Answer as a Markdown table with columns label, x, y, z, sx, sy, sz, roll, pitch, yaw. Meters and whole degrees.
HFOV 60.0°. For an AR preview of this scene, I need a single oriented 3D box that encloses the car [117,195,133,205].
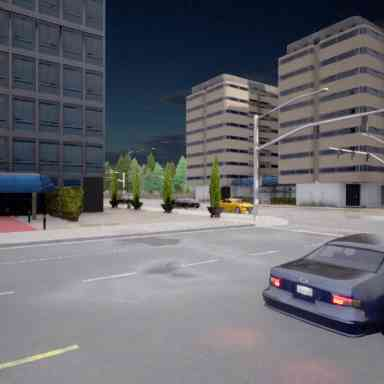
| label | x | y | z | sx | sy | sz | roll | pitch | yaw |
| --- | --- | --- | --- | --- | --- | --- | --- | --- | --- |
| car | -11.494 | 1.601 | 58.905 | 1.895 | 1.301 | 4.718 | 0 | 0 | -35 |

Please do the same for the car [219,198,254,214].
| label | x | y | z | sx | sy | sz | roll | pitch | yaw |
| --- | --- | --- | --- | --- | --- | --- | --- | --- | --- |
| car | 4.509 | 1.478 | 36.001 | 1.882 | 1.535 | 5.008 | 0 | 0 | -35 |

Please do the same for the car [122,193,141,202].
| label | x | y | z | sx | sy | sz | roll | pitch | yaw |
| --- | --- | --- | --- | --- | --- | --- | --- | --- | --- |
| car | -12.192 | 1.209 | 66.101 | 2.150 | 2.045 | 5.566 | 0 | 0 | -35 |

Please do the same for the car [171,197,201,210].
| label | x | y | z | sx | sy | sz | roll | pitch | yaw |
| --- | --- | --- | --- | --- | --- | --- | --- | --- | --- |
| car | -0.867 | 1.601 | 43.676 | 1.895 | 1.301 | 4.718 | 0 | 0 | -35 |

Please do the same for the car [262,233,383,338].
| label | x | y | z | sx | sy | sz | roll | pitch | yaw |
| --- | --- | --- | --- | --- | --- | --- | --- | --- | --- |
| car | 3.768 | 1.547 | 6.510 | 5.357 | 1.411 | 2.033 | 0 | 0 | -35 |

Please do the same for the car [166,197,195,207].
| label | x | y | z | sx | sy | sz | roll | pitch | yaw |
| --- | --- | --- | --- | --- | --- | --- | --- | --- | --- |
| car | -1.766 | 1.492 | 51.061 | 2.128 | 1.511 | 4.902 | 0 | 0 | -35 |

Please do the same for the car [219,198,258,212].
| label | x | y | z | sx | sy | sz | roll | pitch | yaw |
| --- | --- | --- | --- | --- | --- | --- | --- | --- | --- |
| car | 5.608 | 1.505 | 40.535 | 1.837 | 1.490 | 4.892 | 0 | 0 | -35 |
